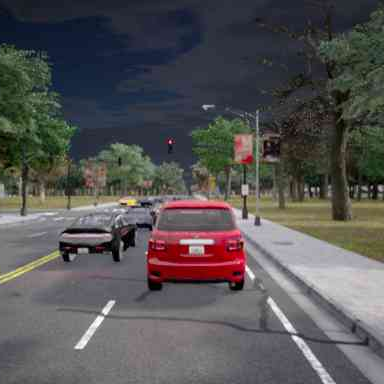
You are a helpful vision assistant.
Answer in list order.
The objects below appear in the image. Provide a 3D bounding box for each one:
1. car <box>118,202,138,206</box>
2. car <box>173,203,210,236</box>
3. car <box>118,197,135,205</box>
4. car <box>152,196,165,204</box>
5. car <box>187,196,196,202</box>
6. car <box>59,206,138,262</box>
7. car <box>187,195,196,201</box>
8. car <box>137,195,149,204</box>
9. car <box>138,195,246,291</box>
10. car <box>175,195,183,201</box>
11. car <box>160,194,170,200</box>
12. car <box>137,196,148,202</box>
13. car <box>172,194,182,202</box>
[{"bbox_3d":[-3.186,1.568,20.756,1.994,1.385,4.181,0,0,0],"label":"car"},{"bbox_3d":[-0.033,1.481,19.499,1.882,1.535,5.008,0,0,0],"label":"car"},{"bbox_3d":[-9.928,1.498,50.801,1.882,1.535,5.008,0,0,0],"label":"car"},{"bbox_3d":[-6.635,1.585,66.635,2.033,1.411,5.357,0,0,0],"label":"car"},{"bbox_3d":[-0.137,1.590,76.598,2.033,1.411,5.357,0,0,0],"label":"car"},{"bbox_3d":[-3.169,1.492,12.092,2.128,1.511,4.902,0,0,0],"label":"car"},{"bbox_3d":[-0.156,1.471,87.014,2.128,1.511,4.902,0,0,0],"label":"car"},{"bbox_3d":[-9.875,1.537,67.519,1.837,1.490,4.892,0,1,0],"label":"car"},{"bbox_3d":[0.086,1.222,9.182,2.150,2.045,5.566,0,0,0],"label":"car"},{"bbox_3d":[-3.406,1.541,87.038,1.895,1.301,4.718,0,0,0],"label":"car"},{"bbox_3d":[-6.647,1.215,81.999,2.033,1.411,5.357,0,0,0],"label":"car"},{"bbox_3d":[-6.684,1.621,50.526,1.895,1.301,4.718,0,0,0],"label":"car"},{"bbox_3d":[-3.387,1.406,76.979,2.097,1.767,4.553,0,0,0],"label":"car"}]
